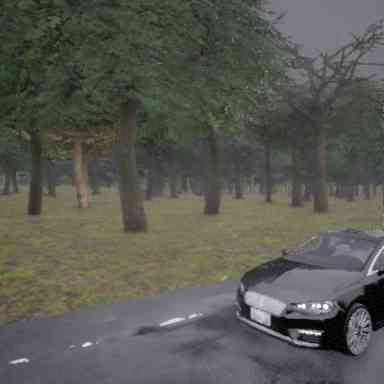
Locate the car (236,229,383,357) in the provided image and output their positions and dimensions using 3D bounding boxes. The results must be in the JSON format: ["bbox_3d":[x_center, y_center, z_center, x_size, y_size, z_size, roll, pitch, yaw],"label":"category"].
[{"bbox_3d":[2.956,1.482,6.097,4.902,1.511,2.128,0,0,-35],"label":"car"}]
